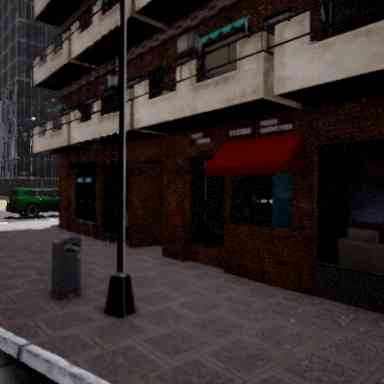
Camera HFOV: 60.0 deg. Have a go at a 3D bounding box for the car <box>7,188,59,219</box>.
[{"bbox_3d":[-10.096,0.722,23.814,5.566,2.045,2.150,0,1,-41],"label":"car"}]

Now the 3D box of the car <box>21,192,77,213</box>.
[{"bbox_3d":[-12.545,0.850,29.236,4.097,1.590,1.967,0,2,-41],"label":"car"}]
